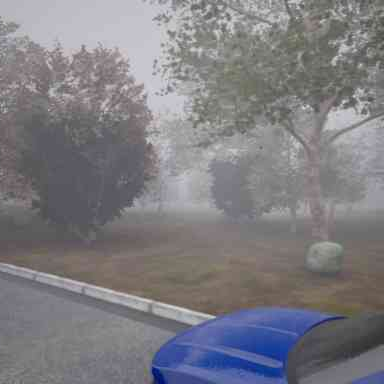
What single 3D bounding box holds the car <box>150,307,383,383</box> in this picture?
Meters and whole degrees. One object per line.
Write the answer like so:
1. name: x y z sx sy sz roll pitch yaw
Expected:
1. car: 1.910 1.478 2.016 5.008 1.535 1.882 0 0 36
